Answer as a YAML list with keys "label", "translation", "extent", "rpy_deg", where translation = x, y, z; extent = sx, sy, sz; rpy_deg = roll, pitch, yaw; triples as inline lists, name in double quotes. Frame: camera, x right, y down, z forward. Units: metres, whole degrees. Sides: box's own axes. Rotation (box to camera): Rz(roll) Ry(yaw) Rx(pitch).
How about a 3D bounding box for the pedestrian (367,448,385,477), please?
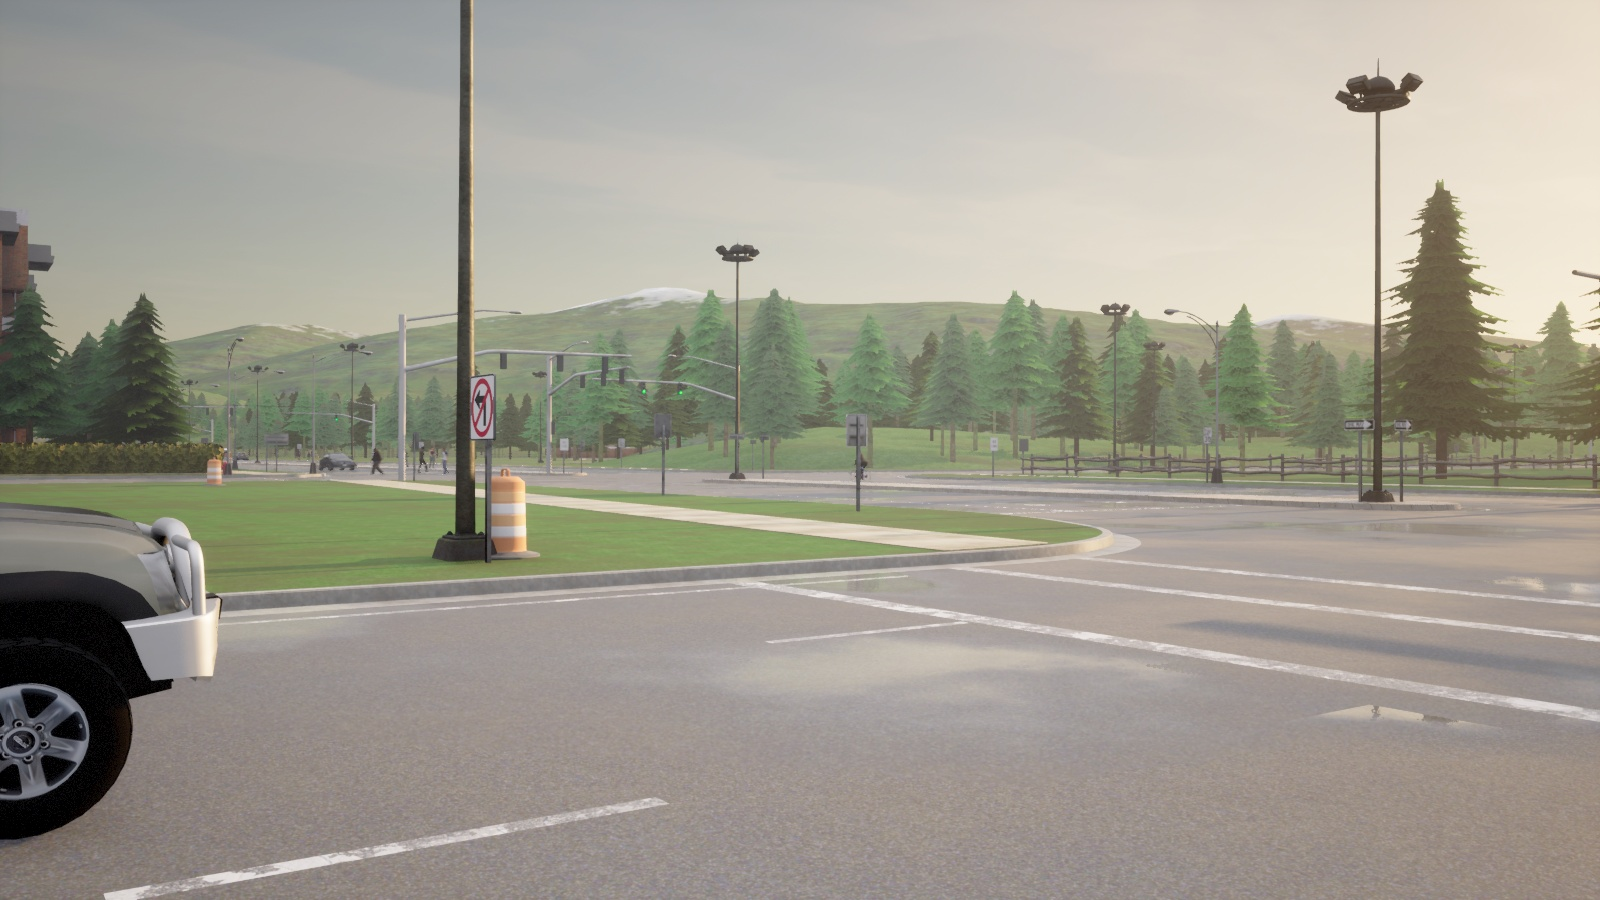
- label: "pedestrian"
  translation: [-27.312, 0.790, 80.899]
  extent: [0.899, 1.844, 0.634]
  rpy_deg: [0, 0, -36]

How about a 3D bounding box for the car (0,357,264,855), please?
- label: "car"
  translation: [-4.662, 0.583, 4.678]
  extent: [4.605, 1.855, 1.932]
  rpy_deg: [0, 0, -35]
